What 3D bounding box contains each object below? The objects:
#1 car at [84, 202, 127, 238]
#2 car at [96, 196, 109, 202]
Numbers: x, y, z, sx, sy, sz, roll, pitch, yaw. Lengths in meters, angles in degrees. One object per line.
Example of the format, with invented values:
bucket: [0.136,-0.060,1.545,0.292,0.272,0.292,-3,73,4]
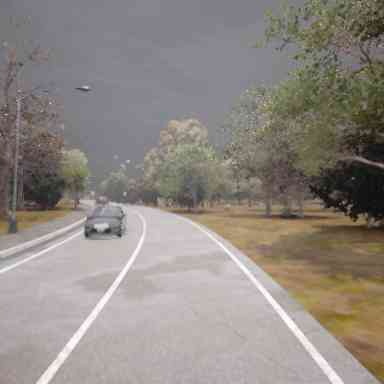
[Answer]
car: [-4.573,1.522,18.085,2.128,1.511,4.902,1,0,-7]
car: [-15.963,1.482,59.149,1.812,1.442,4.674,2,-1,-23]
